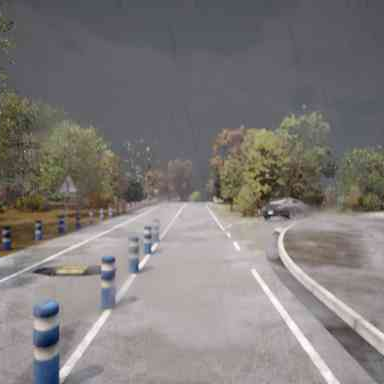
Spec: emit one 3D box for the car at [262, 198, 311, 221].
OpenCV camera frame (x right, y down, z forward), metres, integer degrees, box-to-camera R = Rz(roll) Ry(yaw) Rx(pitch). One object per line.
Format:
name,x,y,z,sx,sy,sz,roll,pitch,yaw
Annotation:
car,6.573,1.165,23.055,1.812,1.442,4.674,-7,-5,41
